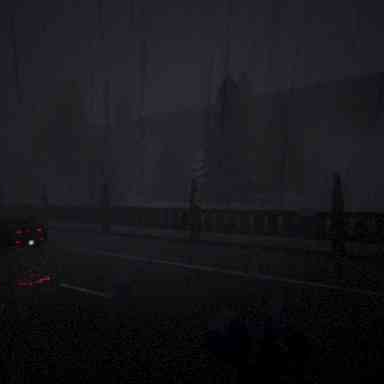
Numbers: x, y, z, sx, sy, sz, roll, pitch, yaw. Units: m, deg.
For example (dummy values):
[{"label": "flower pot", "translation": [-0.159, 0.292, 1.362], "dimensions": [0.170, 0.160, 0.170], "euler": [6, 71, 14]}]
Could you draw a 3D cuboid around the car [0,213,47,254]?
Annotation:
[{"label": "car", "translation": [-7.987, 1.645, 13.862], "dimensions": [4.892, 1.490, 1.837], "euler": [0, 0, 36]}]
